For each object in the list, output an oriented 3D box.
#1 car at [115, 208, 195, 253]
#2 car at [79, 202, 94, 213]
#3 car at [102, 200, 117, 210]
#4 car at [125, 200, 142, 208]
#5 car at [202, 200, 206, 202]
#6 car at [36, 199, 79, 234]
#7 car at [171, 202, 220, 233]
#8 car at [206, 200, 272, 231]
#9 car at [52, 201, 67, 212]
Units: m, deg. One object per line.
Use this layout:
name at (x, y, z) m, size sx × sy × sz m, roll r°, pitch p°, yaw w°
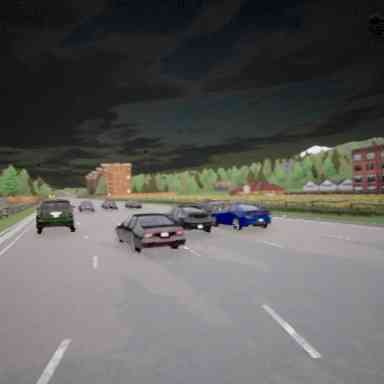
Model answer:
car at (-1.979, 1.617, 14.324) m, size 2.033 × 1.411 × 5.357 m, roll -2°, pitch 0°, yaw -23°
car at (-14.586, 2.036, 45.984) m, size 2.033 × 1.411 × 5.357 m, roll -2°, pitch 0°, yaw -21°
car at (-12.579, 1.973, 50.493) m, size 2.033 × 1.411 × 5.357 m, roll -2°, pitch 0°, yaw -21°
car at (-9.096, 1.878, 51.170) m, size 1.994 × 1.385 × 4.181 m, roll -2°, pitch 0°, yaw -21°
car at (1.808, 1.503, 32.749) m, size 2.033 × 1.411 × 5.357 m, roll -2°, pitch 0°, yaw -21°
car at (-9.047, 1.522, 22.142) m, size 2.150 × 2.045 × 5.566 m, roll -2°, pitch 0°, yaw -22°
car at (-0.433, 1.527, 19.129) m, size 1.837 × 1.490 × 4.892 m, roll -1°, pitch 0°, yaw -21°
car at (2.856, 1.394, 20.250) m, size 1.882 × 1.535 × 5.008 m, roll -1°, pitch 0°, yaw -20°
car at (-20.553, 2.174, 51.677) m, size 2.128 × 1.511 × 4.902 m, roll -2°, pitch 0°, yaw -21°
